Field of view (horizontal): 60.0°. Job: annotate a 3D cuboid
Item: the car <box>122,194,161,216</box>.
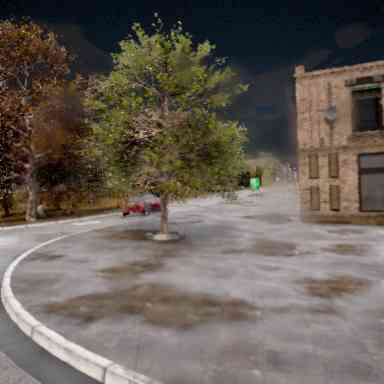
[{"bbox_3d":[-3.882,0.940,27.743,2.097,1.767,4.553,-2,1,21],"label":"car"}]
